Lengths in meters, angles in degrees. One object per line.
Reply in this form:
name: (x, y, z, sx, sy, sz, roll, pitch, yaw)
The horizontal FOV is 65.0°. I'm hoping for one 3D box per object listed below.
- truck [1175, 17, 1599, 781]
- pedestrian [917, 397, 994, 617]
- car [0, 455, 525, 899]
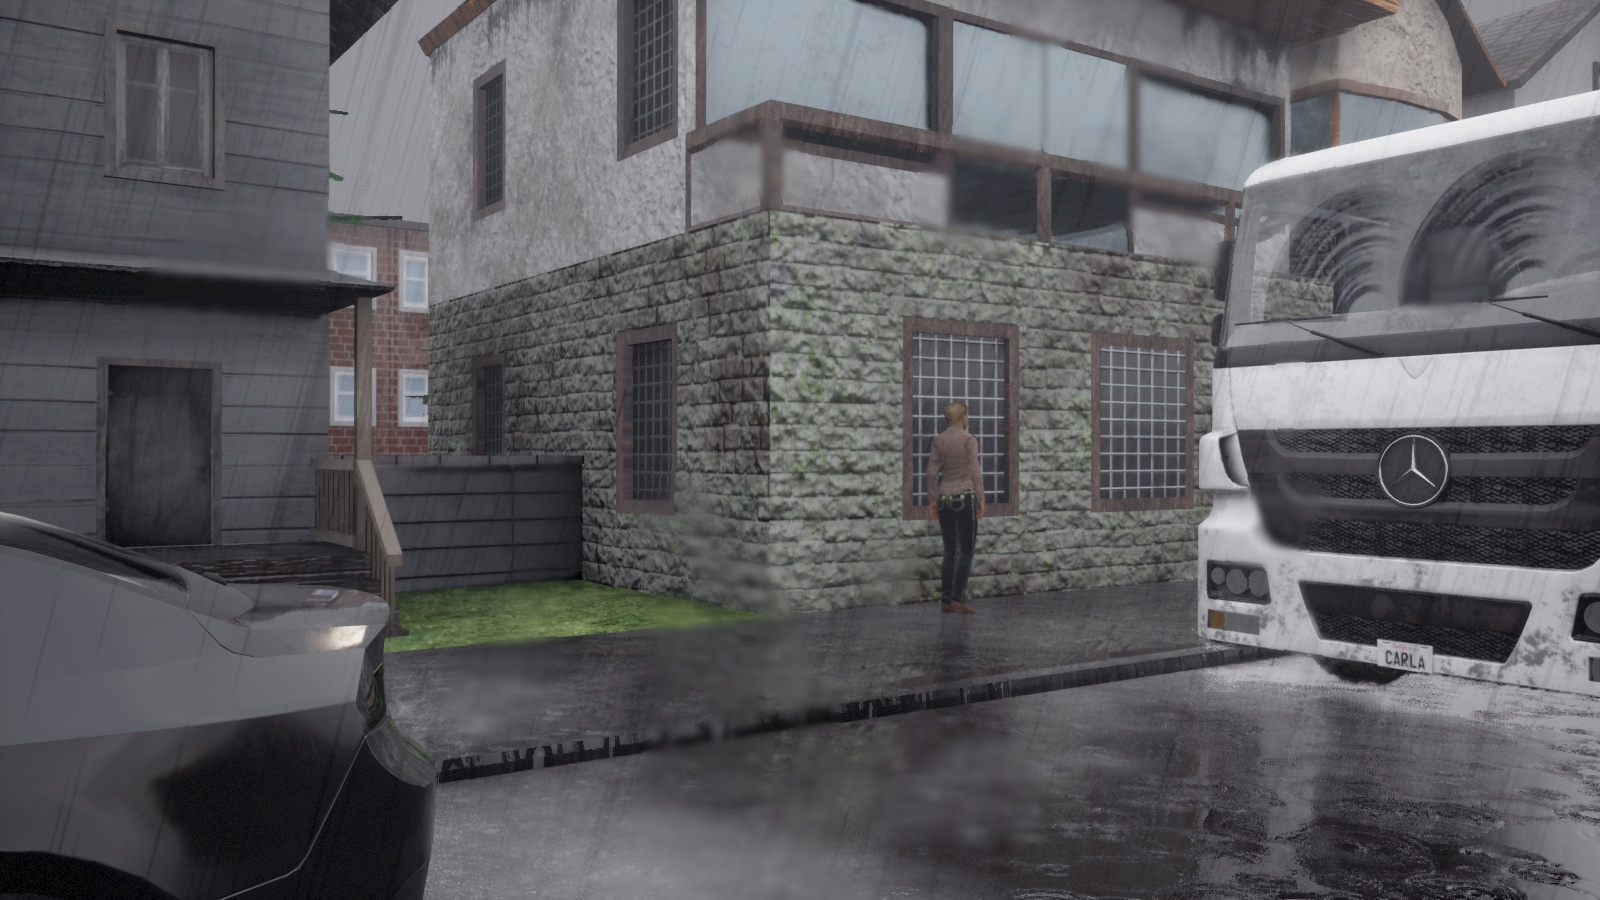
truck: (6.363, -0.229, 8.700, 7.936, 3.462, 2.891, 0, 0, -35)
pedestrian: (1.349, 0.478, 10.850, 0.634, 1.846, 0.331, 0, 0, -45)
car: (-3.131, 0.761, 2.090, 4.892, 1.490, 1.837, 0, 0, -35)
